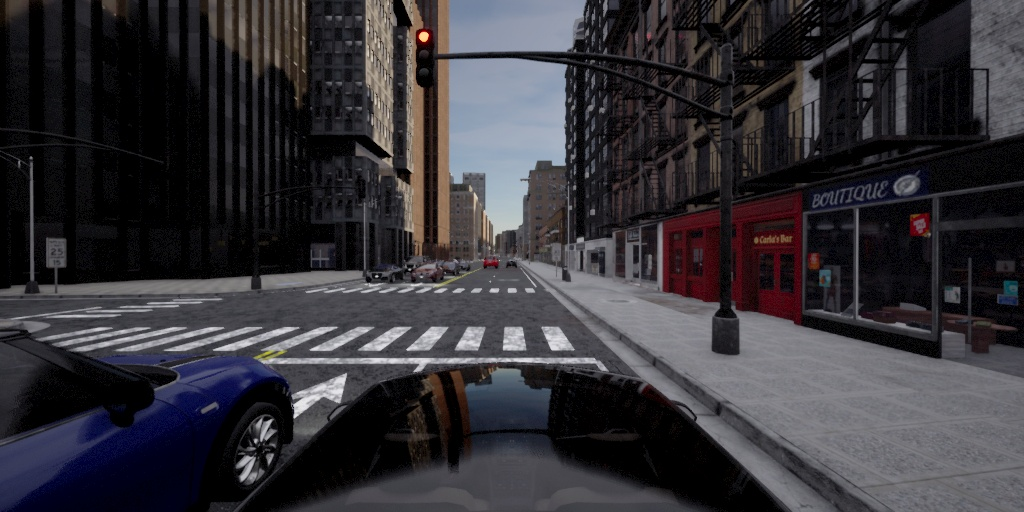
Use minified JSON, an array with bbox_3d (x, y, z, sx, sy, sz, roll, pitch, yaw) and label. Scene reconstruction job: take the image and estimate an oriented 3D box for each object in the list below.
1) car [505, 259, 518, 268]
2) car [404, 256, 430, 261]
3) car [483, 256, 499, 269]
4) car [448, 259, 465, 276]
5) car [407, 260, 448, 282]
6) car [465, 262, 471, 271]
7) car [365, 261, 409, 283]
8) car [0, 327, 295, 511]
[{"bbox_3d":[-0.086,1.264,61.844,1.837,1.490,4.892,0,0,0],"label":"car"},{"bbox_3d":[-9.952,0.976,37.673,2.150,2.045,5.566,0,0,0],"label":"car"},{"bbox_3d":[-3.423,0.980,58.060,2.150,2.045,5.566,0,0,0],"label":"car"},{"bbox_3d":[-6.705,1.302,38.428,2.033,1.411,5.357,0,0,0],"label":"car"},{"bbox_3d":[-6.675,1.278,28.747,1.812,1.442,4.674,0,0,0],"label":"car"},{"bbox_3d":[-6.728,1.321,48.388,1.994,1.385,4.181,0,0,0],"label":"car"},{"bbox_3d":[-9.915,1.316,28.338,1.994,1.385,4.181,0,0,1],"label":"car"},{"bbox_3d":[-3.146,1.102,1.600,2.097,1.767,4.553,0,0,0],"label":"car"}]
